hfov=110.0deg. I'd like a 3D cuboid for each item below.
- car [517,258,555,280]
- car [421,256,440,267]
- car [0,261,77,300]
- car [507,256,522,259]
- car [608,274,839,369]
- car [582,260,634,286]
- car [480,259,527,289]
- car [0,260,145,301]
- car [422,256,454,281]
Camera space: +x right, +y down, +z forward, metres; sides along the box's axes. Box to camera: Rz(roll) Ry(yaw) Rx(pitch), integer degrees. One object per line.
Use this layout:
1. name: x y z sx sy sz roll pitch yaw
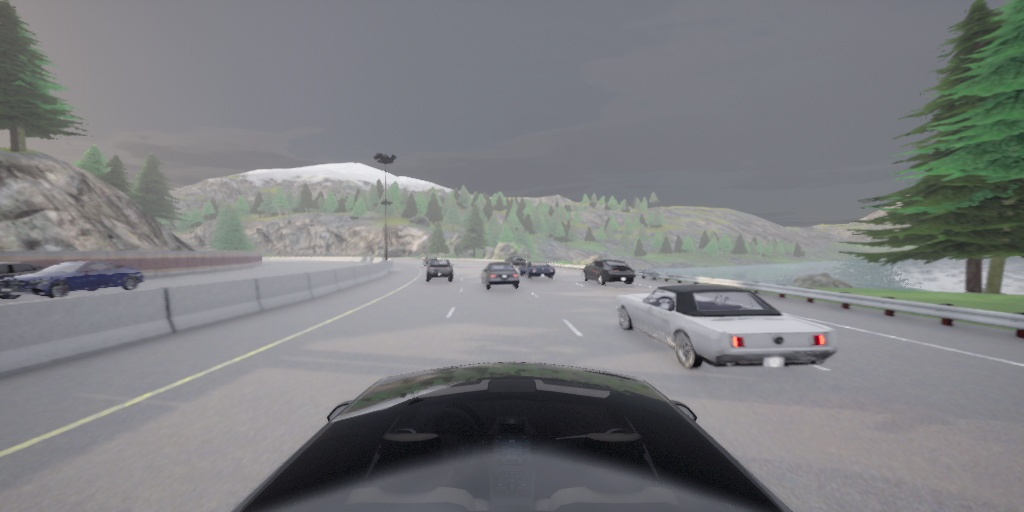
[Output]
1. car: 1.782 1.058 27.622 1.895 1.301 4.718 -1 1 -10
2. car: -12.106 0.811 53.030 2.128 1.511 4.902 0 1 -20
3. car: -21.577 1.037 14.666 1.837 1.490 4.892 -1 1 -5
4. car: 0.302 0.751 48.760 1.837 1.490 4.892 1 0 -18
5. car: 3.768 1.253 7.513 1.895 1.301 4.718 -1 1 -3
6. car: 5.841 0.980 22.295 1.837 1.490 4.892 1 1 -8
7. car: -0.794 1.096 21.334 2.033 1.411 5.357 -1 1 -9
8. car: -18.094 0.921 14.998 1.812 1.442 4.674 -1 1 -5
9. car: -5.379 1.026 26.828 2.128 1.511 4.902 0 1 -10
